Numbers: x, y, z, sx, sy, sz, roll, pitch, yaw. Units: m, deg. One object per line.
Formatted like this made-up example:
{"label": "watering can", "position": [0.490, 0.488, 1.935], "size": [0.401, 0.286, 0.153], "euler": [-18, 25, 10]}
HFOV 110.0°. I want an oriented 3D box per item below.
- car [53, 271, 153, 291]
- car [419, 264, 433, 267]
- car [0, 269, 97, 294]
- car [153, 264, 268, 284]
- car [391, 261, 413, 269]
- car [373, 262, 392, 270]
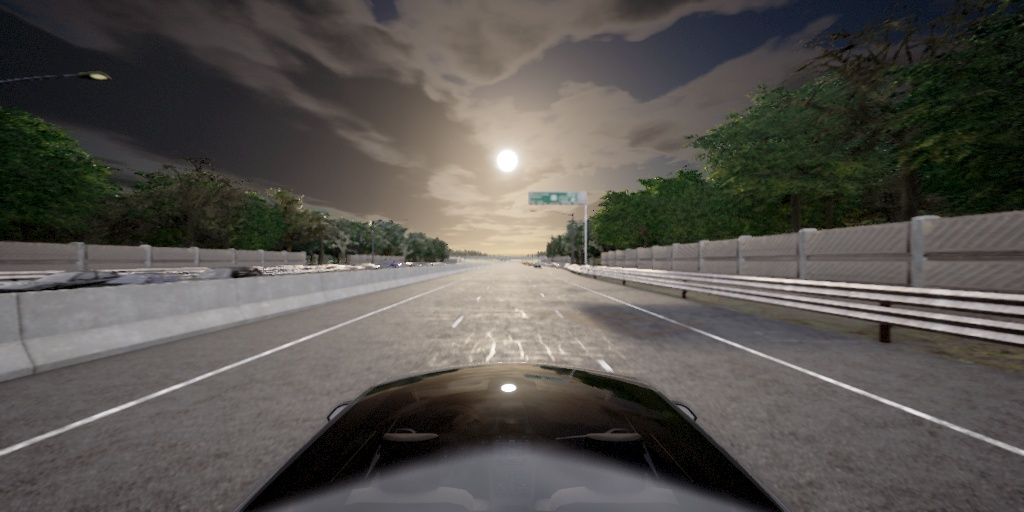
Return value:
{"label": "car", "position": [-17.600, 1.505, 17.302], "size": [2.033, 1.411, 5.357], "euler": [0, -1, 0]}
{"label": "car", "position": [-14.034, 2.017, 58.772], "size": [2.128, 1.511, 4.902], "euler": [0, -1, 1]}
{"label": "car", "position": [-21.098, 1.435, 17.309], "size": [1.882, 1.535, 5.008], "euler": [0, -1, 0]}
{"label": "car", "position": [-14.098, 1.313, 17.533], "size": [2.097, 1.767, 4.553], "euler": [0, -1, 0]}
{"label": "car", "position": [-17.532, 2.027, 58.561], "size": [1.837, 1.490, 4.892], "euler": [0, -1, 1]}
{"label": "car", "position": [-21.022, 2.122, 58.469], "size": [1.895, 1.301, 4.718], "euler": [0, -1, 1]}
